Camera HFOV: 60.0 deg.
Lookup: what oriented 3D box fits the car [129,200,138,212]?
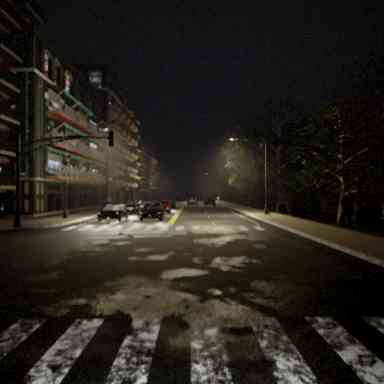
[{"bbox_3d":[-6.588,1.678,37.683,2.128,1.511,4.902,0,0,0],"label":"car"}]

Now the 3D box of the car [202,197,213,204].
[{"bbox_3d":[3.273,1.832,70.268,2.033,1.411,5.357,0,0,0],"label":"car"}]

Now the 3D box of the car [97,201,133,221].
[{"bbox_3d":[-6.596,1.740,28.375,1.895,1.301,4.718,0,0,0],"label":"car"}]

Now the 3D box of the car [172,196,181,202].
[{"bbox_3d":[-3.228,1.481,64.028,1.837,1.490,4.892,0,0,0],"label":"car"}]

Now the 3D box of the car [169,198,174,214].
[{"bbox_3d":[-3.336,1.714,37.912,1.812,1.442,4.674,0,0,0],"label":"car"}]

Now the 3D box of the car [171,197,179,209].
[{"bbox_3d":[-3.322,1.844,48.447,1.895,1.301,4.718,0,0,0],"label":"car"}]

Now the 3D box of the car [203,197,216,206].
[{"bbox_3d":[3.270,1.810,59.848,1.837,1.490,4.892,0,0,0],"label":"car"}]

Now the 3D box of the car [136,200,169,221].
[{"bbox_3d":[-3.340,1.646,28.724,1.837,1.490,4.892,0,0,0],"label":"car"}]

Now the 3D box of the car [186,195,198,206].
[{"bbox_3d":[0.121,1.798,60.256,2.128,1.511,4.902,0,0,0],"label":"car"}]

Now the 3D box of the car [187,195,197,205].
[{"bbox_3d":[0.024,1.588,70.348,2.150,2.045,5.566,0,0,0],"label":"car"}]
